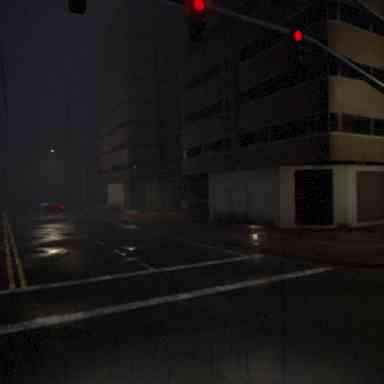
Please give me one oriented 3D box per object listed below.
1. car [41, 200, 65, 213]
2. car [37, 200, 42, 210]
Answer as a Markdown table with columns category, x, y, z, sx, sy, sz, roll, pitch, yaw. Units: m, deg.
| category | x | y | z | sx | sy | sz | roll | pitch | yaw |
| --- | --- | --- | --- | --- | --- | --- | --- | --- | --- |
| car | -17.206 | 1.900 | 41.521 | 1.895 | 1.301 | 4.718 | -1 | 0 | -29 |
| car | -22.182 | 1.934 | 50.127 | 2.033 | 1.411 | 5.357 | -1 | 0 | -30 |
